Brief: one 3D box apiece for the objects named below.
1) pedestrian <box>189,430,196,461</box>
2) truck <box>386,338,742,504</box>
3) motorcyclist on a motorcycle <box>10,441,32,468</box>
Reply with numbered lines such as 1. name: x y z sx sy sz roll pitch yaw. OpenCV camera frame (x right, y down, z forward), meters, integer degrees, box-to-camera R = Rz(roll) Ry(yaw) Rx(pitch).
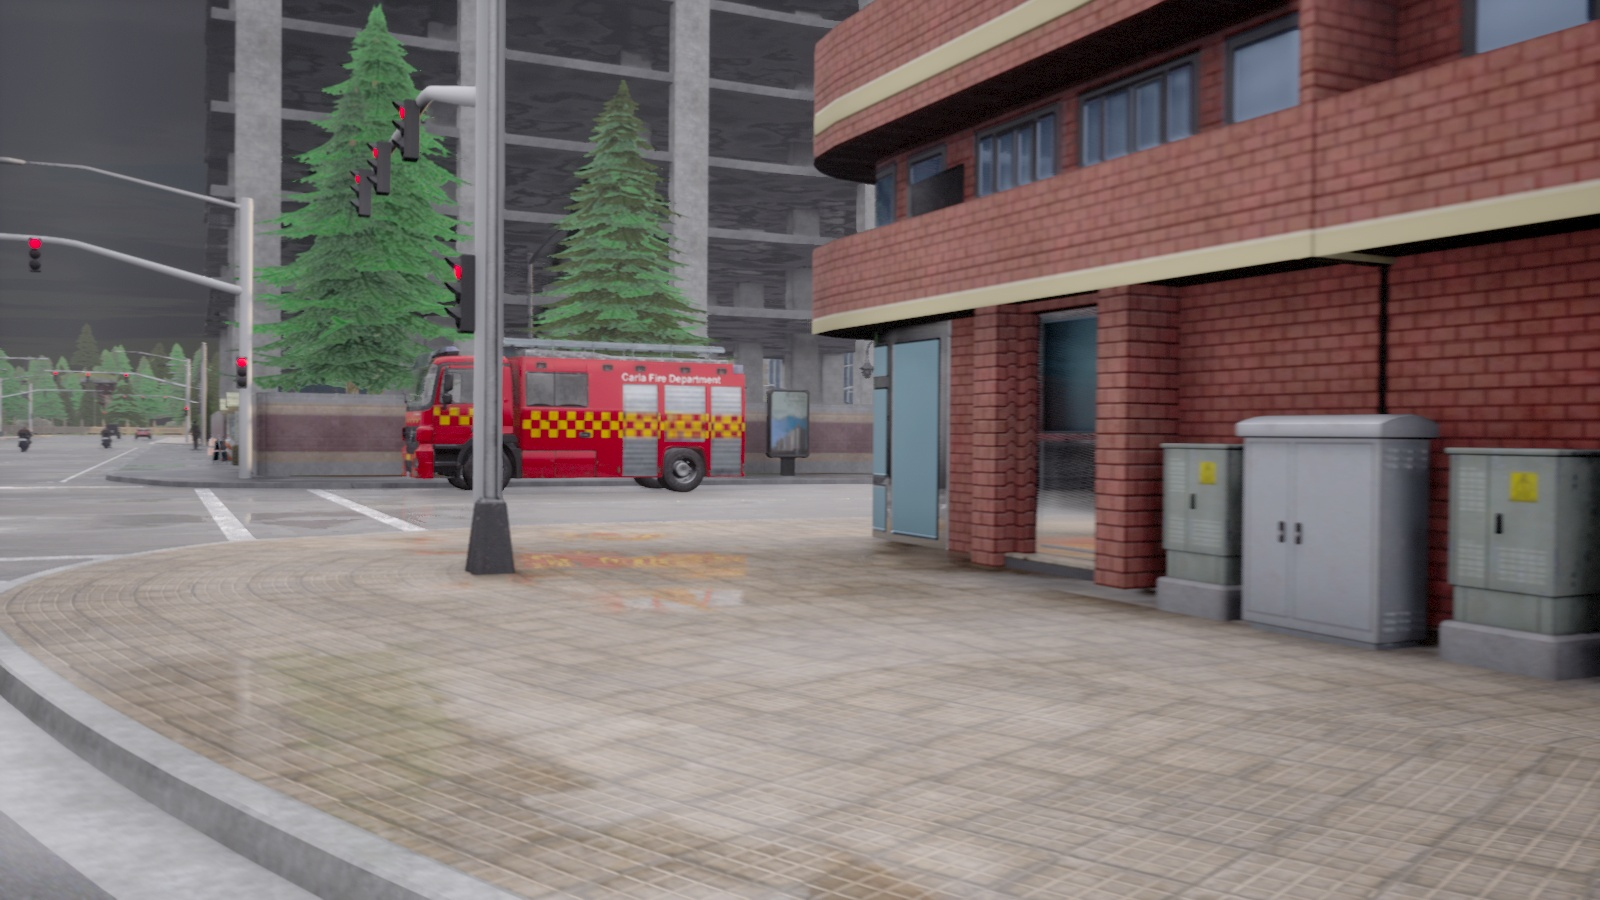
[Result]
1. pedestrian: -37.323 -0.272 77.159 0.395 1.930 0.692 -1 1 -25
2. truck: -5.982 -0.737 32.258 8.468 3.827 2.891 -1 1 -26
3. motorcyclist on a motorcycle: -45.080 0.223 72.697 0.866 1.530 2.191 -1 1 -26
